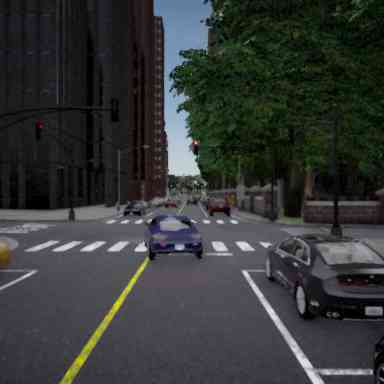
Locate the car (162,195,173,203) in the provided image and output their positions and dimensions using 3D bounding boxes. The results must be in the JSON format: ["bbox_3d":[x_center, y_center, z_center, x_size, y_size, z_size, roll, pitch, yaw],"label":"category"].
[{"bbox_3d":[-5.781,1.667,77.539,2.192,1.841,5.009,0,0,0],"label":"car"}]

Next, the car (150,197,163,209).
[{"bbox_3d":[-5.774,1.769,50.253,2.008,1.369,4.403,0,0,0],"label":"car"}]

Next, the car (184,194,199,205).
[{"bbox_3d":[0.038,1.639,64.127,2.097,1.767,4.553,0,0,0],"label":"car"}]

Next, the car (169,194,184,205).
[{"bbox_3d":[-3.022,1.676,66.212,2.097,1.767,4.553,0,0,0],"label":"car"}]

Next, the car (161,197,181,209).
[{"bbox_3d":[-3.096,1.817,49.896,1.895,1.301,4.718,0,0,0],"label":"car"}]

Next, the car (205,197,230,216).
[{"bbox_3d":[2.755,1.454,33.895,2.192,1.841,5.009,0,0,0],"label":"car"}]

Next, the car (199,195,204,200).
[{"bbox_3d":[2.749,1.712,61.176,1.967,1.590,4.097,0,0,0],"label":"car"}]

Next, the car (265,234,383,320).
[{"bbox_3d":[2.762,1.579,7.229,2.008,1.369,4.403,0,0,0],"label":"car"}]

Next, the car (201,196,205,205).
[{"bbox_3d":[2.751,1.769,50.263,2.008,1.369,4.403,0,0,0],"label":"car"}]

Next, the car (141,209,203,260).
[{"bbox_3d":[-0.818,1.581,12.704,1.812,1.442,4.674,0,-1,-11],"label":"car"}]

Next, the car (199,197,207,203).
[{"bbox_3d":[2.743,1.907,83.172,1.752,1.417,4.829,0,0,0],"label":"car"}]

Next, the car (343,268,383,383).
[{"bbox_3d":[2.764,1.573,1.716,1.947,1.339,4.313,0,0,0],"label":"car"}]

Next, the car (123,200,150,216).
[{"bbox_3d":[-5.770,1.705,33.883,1.947,1.339,4.313,0,0,0],"label":"car"}]

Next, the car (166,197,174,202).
[{"bbox_3d":[-5.784,1.954,88.452,1.887,1.381,4.507,0,0,0],"label":"car"}]

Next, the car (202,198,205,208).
[{"bbox_3d":[2.753,1.758,44.806,1.947,1.339,4.313,0,0,0],"label":"car"}]

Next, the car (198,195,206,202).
[{"bbox_3d":[2.740,1.754,93.916,2.192,1.841,5.009,0,0,0],"label":"car"}]

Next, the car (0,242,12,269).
[{"bbox_3d":[-5.763,1.552,7.048,1.752,1.417,4.829,0,0,0],"label":"car"}]

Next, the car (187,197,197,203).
[{"bbox_3d":[-0.017,1.812,74.428,1.994,1.385,4.181,0,0,0],"label":"car"}]

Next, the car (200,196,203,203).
[{"bbox_3d":[2.750,1.796,55.720,2.008,1.369,4.403,0,0,0],"label":"car"}]

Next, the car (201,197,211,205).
[{"bbox_3d":[2.747,1.739,66.633,1.967,1.590,4.097,0,0,0],"label":"car"}]
